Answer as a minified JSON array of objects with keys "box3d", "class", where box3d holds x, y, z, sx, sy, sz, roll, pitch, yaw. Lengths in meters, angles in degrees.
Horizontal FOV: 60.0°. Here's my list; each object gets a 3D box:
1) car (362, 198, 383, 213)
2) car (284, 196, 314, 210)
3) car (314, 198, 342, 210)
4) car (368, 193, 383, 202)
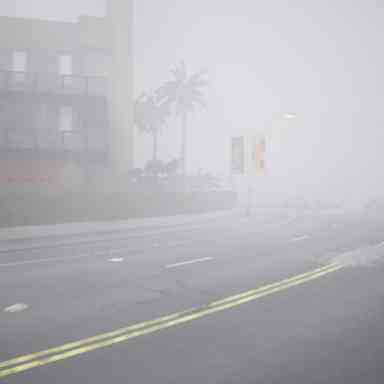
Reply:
[{"box3d":[19.337,1.428,34.354,2.033,1.411,5.357,0,0,9],"class":"car"},{"box3d":[12.937,1.306,41.181,2.097,1.767,4.553,0,0,0],"class":"car"},{"box3d":[16.411,1.449,40.737,2.033,1.411,5.357,0,0,1],"class":"car"},{"box3d":[37.947,1.019,66.669,2.185,1.767,4.553,0,0,-13],"class":"car"}]
